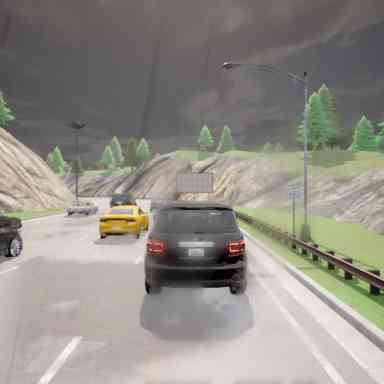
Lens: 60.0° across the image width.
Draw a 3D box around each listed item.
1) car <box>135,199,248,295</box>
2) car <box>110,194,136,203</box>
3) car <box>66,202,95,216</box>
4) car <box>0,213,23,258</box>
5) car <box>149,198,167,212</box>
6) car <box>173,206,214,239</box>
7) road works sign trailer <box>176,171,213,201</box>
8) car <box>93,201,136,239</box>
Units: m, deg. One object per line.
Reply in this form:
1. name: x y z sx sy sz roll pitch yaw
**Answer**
1. car: 0.087 1.221 8.884 2.150 2.045 5.566 0 0 0
2. car: -7.248 1.223 35.171 2.150 2.045 5.566 0 0 -3
3. car: -10.661 1.601 32.709 1.895 1.301 4.718 0 0 -3
4. car: -6.911 1.503 9.848 1.837 1.490 4.892 0 0 0
5. car: -4.188 1.547 40.817 2.033 1.411 5.357 0 0 -6
6. car: 0.077 1.559 18.103 1.994 1.385 4.181 0 0 0
7. road works sign trailer: 0.186 0.464 21.599 2.380 3.560 2.880 0 0 0
8. car: -3.422 1.477 17.496 1.882 1.535 5.008 0 0 0
